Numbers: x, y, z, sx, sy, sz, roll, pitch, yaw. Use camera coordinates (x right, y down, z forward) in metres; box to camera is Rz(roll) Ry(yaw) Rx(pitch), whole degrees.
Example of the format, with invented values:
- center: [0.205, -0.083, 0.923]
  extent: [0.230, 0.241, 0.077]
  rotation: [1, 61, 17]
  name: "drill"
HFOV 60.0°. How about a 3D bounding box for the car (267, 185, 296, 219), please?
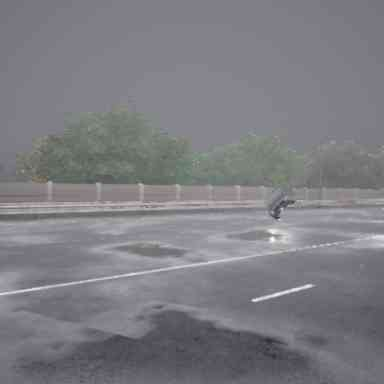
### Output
- center: [6.563, 0.481, 24.950]
  extent: [1.411, 2.033, 5.357]
  rotation: [43, 18, 7]
  name: "car"
